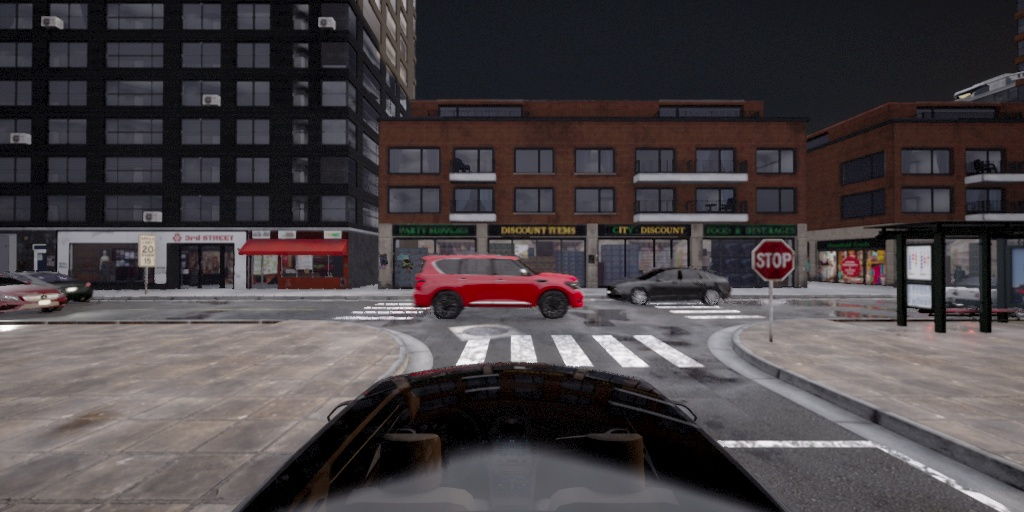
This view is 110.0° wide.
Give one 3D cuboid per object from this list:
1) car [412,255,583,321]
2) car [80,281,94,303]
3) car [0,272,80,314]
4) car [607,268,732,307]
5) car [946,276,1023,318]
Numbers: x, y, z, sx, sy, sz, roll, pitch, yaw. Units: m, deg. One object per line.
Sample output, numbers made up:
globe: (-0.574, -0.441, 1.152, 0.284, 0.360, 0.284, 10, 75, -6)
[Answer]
car: (-0.475, 0.971, 12.052, 5.566, 2.045, 2.150, 0, 0, 0)
car: (-20.318, 1.367, 14.916, 4.181, 1.385, 1.994, 0, 0, 0)
car: (-17.946, 1.302, 11.976, 4.674, 1.442, 1.812, 0, 0, 0)
car: (6.492, 1.260, 15.037, 4.892, 1.490, 1.837, 0, 0, 0)
car: (17.186, 1.312, 12.058, 4.718, 1.301, 1.895, 0, 0, -1)
